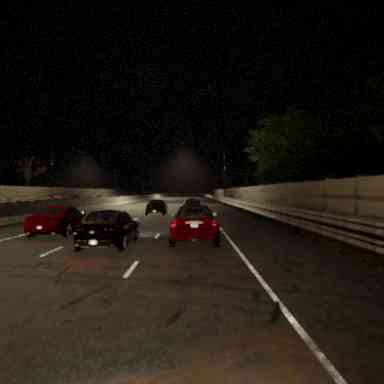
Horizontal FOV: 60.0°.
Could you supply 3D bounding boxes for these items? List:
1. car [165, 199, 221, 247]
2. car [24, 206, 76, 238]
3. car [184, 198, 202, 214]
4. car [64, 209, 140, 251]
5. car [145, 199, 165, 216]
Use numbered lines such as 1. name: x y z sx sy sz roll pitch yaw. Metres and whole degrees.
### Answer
1. car: 0.096 1.331 15.123 2.097 1.767 4.553 0 0 0
2. car: -6.904 1.456 17.526 1.882 1.535 5.008 0 0 0
3. car: 0.091 1.443 35.789 1.882 1.535 5.008 0 0 0
4. car: -3.403 1.486 13.873 1.837 1.490 4.892 0 0 0
5. car: -3.408 1.472 32.496 1.837 1.490 4.892 0 0 0
